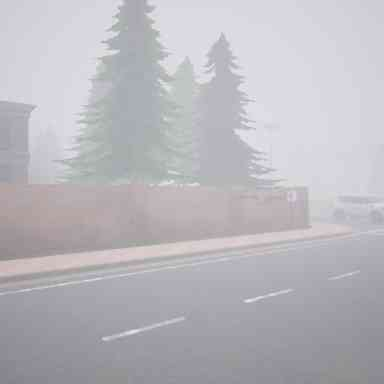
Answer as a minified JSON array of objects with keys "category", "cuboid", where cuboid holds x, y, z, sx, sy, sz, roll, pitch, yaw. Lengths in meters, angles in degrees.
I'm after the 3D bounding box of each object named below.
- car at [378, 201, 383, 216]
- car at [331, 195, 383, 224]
[{"category":"car","cuboid":[19.799,1.547,29.548,2.033,1.411,5.357,0,0,-35]},{"category":"car","cuboid":[13.200,1.224,25.275,2.150,2.045,5.566,0,0,-22]}]
